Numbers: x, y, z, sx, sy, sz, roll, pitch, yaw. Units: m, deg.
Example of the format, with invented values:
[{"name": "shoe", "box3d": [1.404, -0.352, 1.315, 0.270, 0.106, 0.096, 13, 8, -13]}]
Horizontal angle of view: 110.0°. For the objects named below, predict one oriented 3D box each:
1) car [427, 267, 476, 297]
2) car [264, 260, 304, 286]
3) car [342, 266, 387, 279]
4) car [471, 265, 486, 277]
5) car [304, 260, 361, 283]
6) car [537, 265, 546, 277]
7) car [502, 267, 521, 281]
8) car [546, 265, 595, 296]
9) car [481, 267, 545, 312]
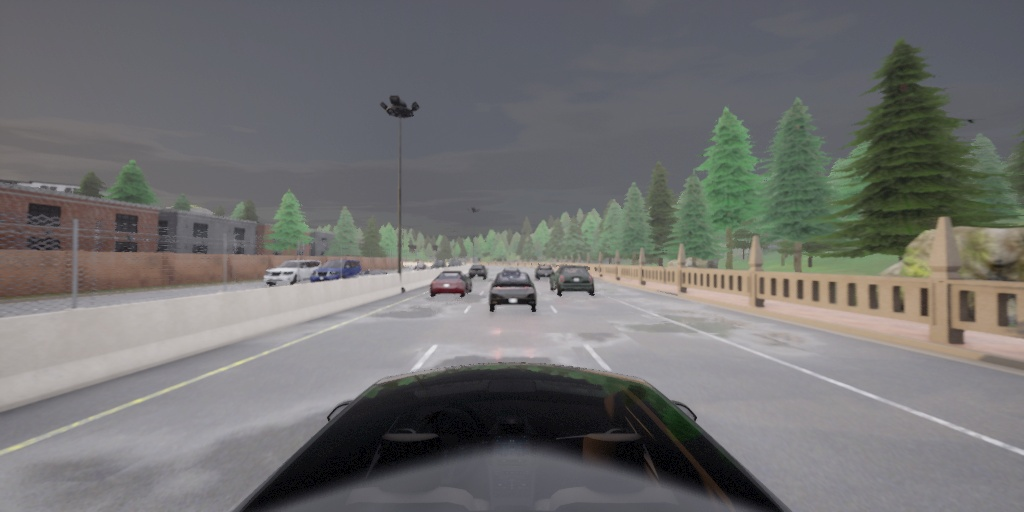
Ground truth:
[{"name": "car", "box3d": [-3.488, 1.562, 21.062, 1.994, 1.385, 4.181, 0, -1, 0]}, {"name": "car", "box3d": [-17.725, 1.337, 29.604, 2.150, 2.045, 5.566, 0, -1, 0]}, {"name": "car", "box3d": [-10.714, 1.681, 27.169, 1.895, 1.301, 4.718, 0, -1, 0]}, {"name": "car", "box3d": [-3.567, 1.722, 38.310, 1.837, 1.490, 4.892, 0, -1, 0]}, {"name": "car", "box3d": [-14.225, 1.334, 29.534, 2.150, 2.045, 5.566, 0, -1, 0]}, {"name": "car", "box3d": [3.433, 1.704, 38.253, 2.128, 1.511, 4.902, 0, -1, 0]}, {"name": "car", "box3d": [-0.061, 1.802, 37.205, 1.895, 1.301, 4.718, 0, -1, 0]}, {"name": "car", "box3d": [3.510, 1.353, 21.662, 2.097, 1.767, 4.553, 0, -1, 0]}, {"name": "car", "box3d": [0.033, 1.416, 15.352, 2.128, 1.511, 4.902, 0, -1, 0]}]
